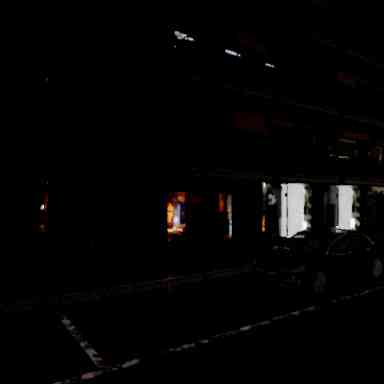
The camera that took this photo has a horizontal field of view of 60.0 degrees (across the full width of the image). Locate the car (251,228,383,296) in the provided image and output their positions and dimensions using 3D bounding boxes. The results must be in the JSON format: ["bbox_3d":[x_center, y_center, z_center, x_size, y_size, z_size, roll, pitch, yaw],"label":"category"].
[{"bbox_3d":[3.504,1.680,8.904,4.403,1.369,2.008,1,-1,-35],"label":"car"}]
